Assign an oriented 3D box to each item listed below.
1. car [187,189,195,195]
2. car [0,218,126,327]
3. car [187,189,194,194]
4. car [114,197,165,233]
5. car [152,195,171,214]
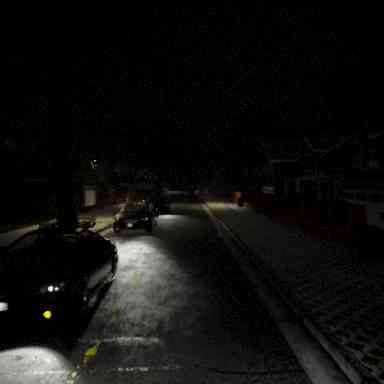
[{"bbox_3d":[-0.324,0.035,81.659,1.837,1.490,4.892,0,1,0],"label":"car"},{"bbox_3d":[-2.868,1.490,6.929,1.994,1.385,4.181,0,1,0],"label":"car"},{"bbox_3d":[-0.366,-0.189,92.110,1.895,1.301,4.718,0,1,0],"label":"car"},{"bbox_3d":[-2.906,1.258,17.982,2.128,1.511,4.902,0,1,0],"label":"car"},{"bbox_3d":[-2.901,1.087,29.460,1.837,1.490,4.892,0,1,0],"label":"car"}]
